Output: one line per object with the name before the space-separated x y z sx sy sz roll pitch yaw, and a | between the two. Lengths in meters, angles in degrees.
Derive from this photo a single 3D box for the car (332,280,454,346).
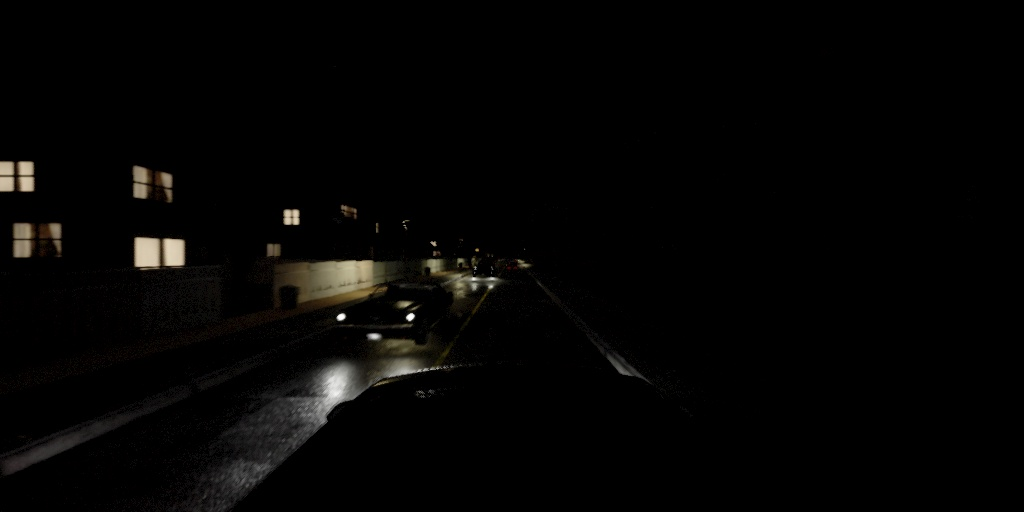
car | -2.832 1.352 9.611 1.895 1.301 4.718 0 0 0

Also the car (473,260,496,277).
car | -2.723 1.173 36.089 2.097 1.767 4.553 0 0 0
